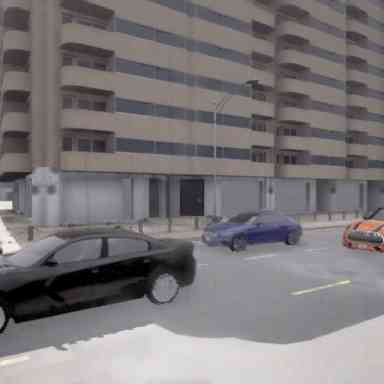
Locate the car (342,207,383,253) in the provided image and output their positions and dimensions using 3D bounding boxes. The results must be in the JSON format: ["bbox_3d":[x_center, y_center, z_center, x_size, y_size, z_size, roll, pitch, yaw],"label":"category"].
[{"bbox_3d":[7.984,1.352,12.960,4.553,1.767,2.097,0,0,-31],"label":"car"}]

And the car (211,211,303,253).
[{"bbox_3d":[2.604,1.525,13.787,4.674,1.442,1.812,0,0,-31],"label":"car"}]

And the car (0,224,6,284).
[{"bbox_3d":[-7.098,1.608,7.736,4.718,1.301,1.895,0,0,-32],"label":"car"}]

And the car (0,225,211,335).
[{"bbox_3d":[-2.248,1.478,6.571,5.008,1.535,1.882,0,0,-34],"label":"car"}]
